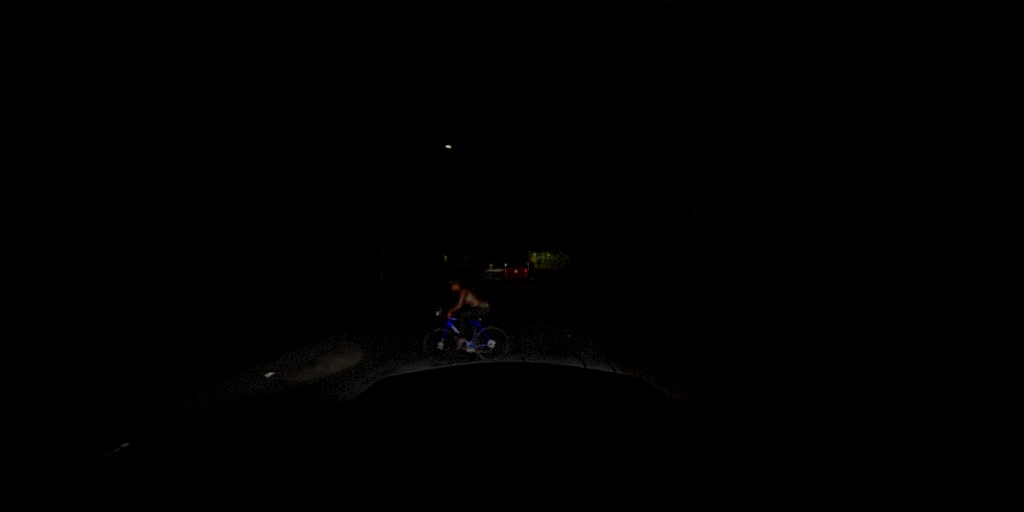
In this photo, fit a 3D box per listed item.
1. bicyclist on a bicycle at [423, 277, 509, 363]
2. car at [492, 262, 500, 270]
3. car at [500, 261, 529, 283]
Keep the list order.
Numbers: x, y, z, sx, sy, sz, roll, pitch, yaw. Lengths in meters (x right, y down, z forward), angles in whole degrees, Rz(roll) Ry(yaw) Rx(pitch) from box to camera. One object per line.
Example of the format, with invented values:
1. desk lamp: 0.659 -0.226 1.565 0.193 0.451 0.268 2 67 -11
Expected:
1. bicyclist on a bicycle: -0.883 1.224 6.784 1.656 1.620 0.582 -2 0 0
2. car: -2.321 1.648 61.329 2.033 1.411 5.357 0 0 1
3. car: 0.324 1.238 30.231 2.097 1.767 4.553 0 0 0
